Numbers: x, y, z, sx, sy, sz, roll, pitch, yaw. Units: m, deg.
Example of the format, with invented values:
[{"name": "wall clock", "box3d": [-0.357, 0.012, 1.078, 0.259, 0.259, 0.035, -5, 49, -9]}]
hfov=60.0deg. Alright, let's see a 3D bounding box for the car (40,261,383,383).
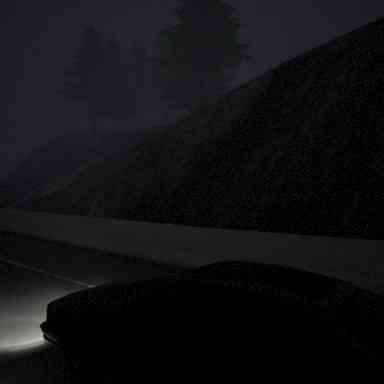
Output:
[{"name": "car", "box3d": [0.510, 1.552, 3.700, 5.357, 1.411, 2.033, 0, 0, 37]}]
